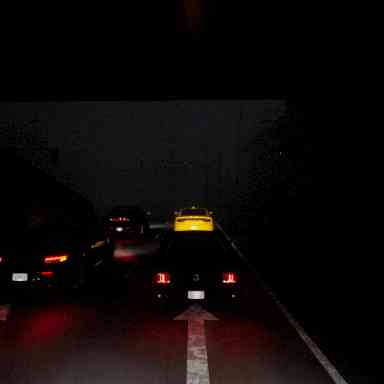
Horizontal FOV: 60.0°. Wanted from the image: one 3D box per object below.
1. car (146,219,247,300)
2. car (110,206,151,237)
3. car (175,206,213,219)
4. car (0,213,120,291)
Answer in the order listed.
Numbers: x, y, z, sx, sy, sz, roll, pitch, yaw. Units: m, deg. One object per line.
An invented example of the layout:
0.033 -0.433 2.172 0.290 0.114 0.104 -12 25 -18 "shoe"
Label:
0.085 1.601 8.322 1.895 1.301 4.718 0 0 0 "car"
-3.414 1.505 18.072 1.837 1.490 4.892 0 0 0 "car"
0.087 1.478 17.665 1.882 1.535 5.008 0 0 0 "car"
-3.418 1.526 8.913 1.812 1.442 4.674 0 0 0 "car"
